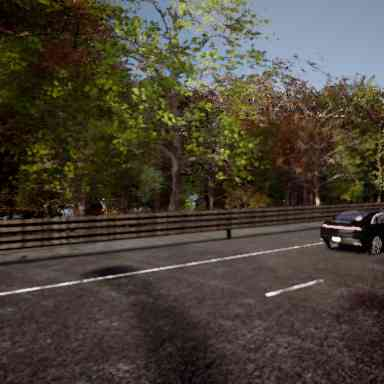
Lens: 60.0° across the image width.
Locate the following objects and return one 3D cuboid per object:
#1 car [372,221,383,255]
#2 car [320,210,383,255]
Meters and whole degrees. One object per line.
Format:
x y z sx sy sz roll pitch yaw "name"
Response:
6.836 1.497 8.688 4.674 1.442 1.812 0 0 -36 "car"
7.073 1.456 13.191 4.902 1.511 2.128 0 0 -36 "car"
